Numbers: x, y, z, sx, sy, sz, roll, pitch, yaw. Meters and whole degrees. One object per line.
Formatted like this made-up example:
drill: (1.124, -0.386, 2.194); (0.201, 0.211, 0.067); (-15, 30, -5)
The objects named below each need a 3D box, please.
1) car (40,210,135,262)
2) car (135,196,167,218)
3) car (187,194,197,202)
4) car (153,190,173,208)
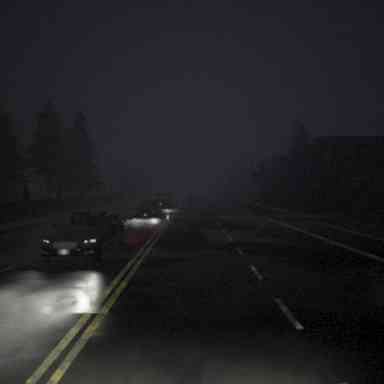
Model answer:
car: (-3.603, 1.415, 11.803); (2.128, 1.511, 4.902); (0, 0, 0)
car: (-3.604, 1.362, 28.372); (2.033, 1.411, 5.357); (0, 0, 0)
car: (-0.012, 1.151, 60.943); (2.033, 1.411, 5.357); (0, 0, 0)
car: (-3.594, 0.948, 41.839); (2.150, 2.045, 5.566); (0, 0, 0)
